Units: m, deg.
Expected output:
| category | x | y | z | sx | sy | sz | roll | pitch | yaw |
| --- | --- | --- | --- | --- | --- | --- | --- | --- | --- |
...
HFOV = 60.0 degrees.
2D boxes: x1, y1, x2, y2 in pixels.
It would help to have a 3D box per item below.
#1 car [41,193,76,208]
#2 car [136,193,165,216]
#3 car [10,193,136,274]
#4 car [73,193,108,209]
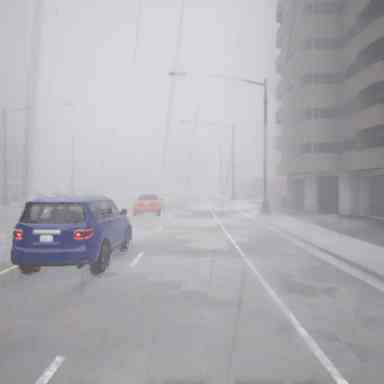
| category | x | y | z | sx | sy | sz | roll | pitch | yaw |
| --- | --- | --- | --- | --- | --- | --- | --- | --- | --- |
| car | -14.105 | 0.878 | 35.313 | 1.994 | 1.385 | 4.181 | 0 | 2 | 0 |
| car | -3.411 | 0.896 | 27.120 | 2.097 | 1.767 | 4.553 | 0 | 2 | 0 |
| car | -3.404 | 1.147 | 10.463 | 2.150 | 2.045 | 5.566 | 0 | 1 | 0 |
| car | -10.608 | 0.866 | 35.183 | 2.033 | 1.411 | 5.357 | 0 | 2 | 0 |
